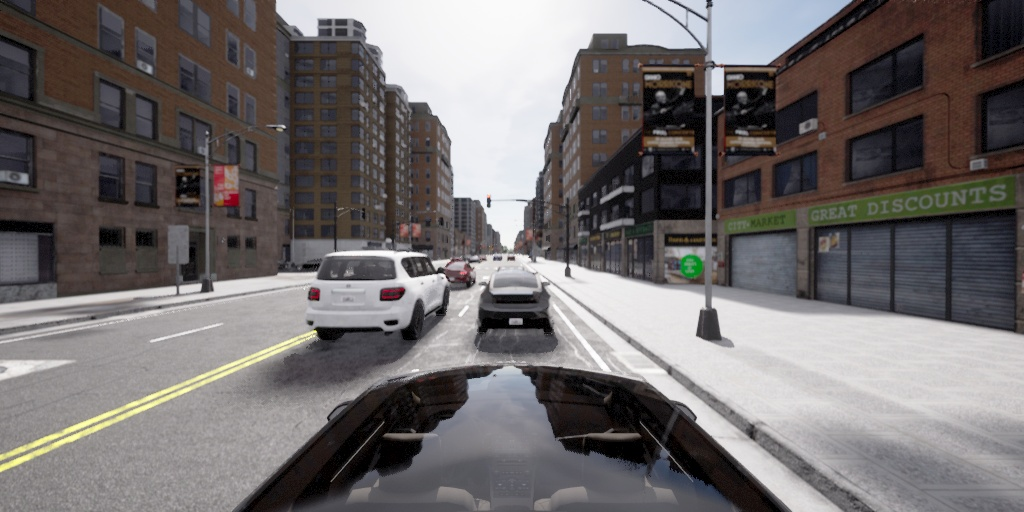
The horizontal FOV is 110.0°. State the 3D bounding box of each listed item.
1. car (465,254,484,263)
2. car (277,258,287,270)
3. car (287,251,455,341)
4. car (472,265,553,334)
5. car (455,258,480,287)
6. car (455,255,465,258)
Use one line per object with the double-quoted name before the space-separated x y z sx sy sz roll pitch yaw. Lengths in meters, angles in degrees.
"car" -6.691 0.651 64.156 1.994 1.385 4.181 0 1 0
"car" -27.903 0.899 40.872 4.403 1.370 2.007 0 0 0
"car" -3.173 0.886 9.669 2.150 2.045 5.566 0 1 0
"car" 0.081 1.161 10.330 1.837 1.490 4.892 0 1 0
"car" -3.255 1.057 21.727 1.812 1.442 4.674 0 1 0
"car" -9.935 0.691 63.960 1.895 1.301 4.718 0 1 1
